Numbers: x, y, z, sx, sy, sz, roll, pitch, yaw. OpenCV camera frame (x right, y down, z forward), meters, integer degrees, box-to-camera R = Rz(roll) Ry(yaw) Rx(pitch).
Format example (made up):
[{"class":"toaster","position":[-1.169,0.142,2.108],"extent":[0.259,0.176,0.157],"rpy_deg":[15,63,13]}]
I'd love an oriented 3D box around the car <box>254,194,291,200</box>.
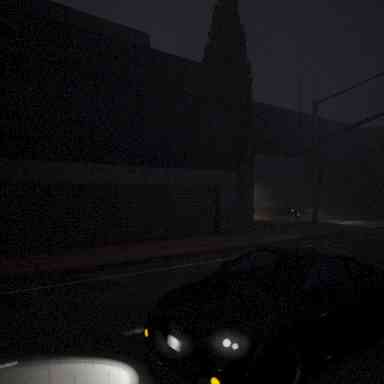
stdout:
[{"class":"car","position":[8.713,1.221,34.182],"extent":[2.150,2.045,5.566],"rpy_deg":[0,0,-36]}]

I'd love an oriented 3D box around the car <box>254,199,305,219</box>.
[{"class":"car","position":[7.651,1.601,29.751],"extent":[1.895,1.301,4.718],"rpy_deg":[0,0,-37]}]

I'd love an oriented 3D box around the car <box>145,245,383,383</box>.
[{"class":"car","position":[1.416,1.564,5.006],"extent":[4.181,1.385,1.994],"rpy_deg":[0,0,-36]}]

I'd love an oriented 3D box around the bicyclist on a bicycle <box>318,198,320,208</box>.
[{"class":"bicyclist on a bicycle","position":[16.238,1.303,43.289],"extent":[1.656,1.620,0.582],"rpy_deg":[0,0,-37]}]
